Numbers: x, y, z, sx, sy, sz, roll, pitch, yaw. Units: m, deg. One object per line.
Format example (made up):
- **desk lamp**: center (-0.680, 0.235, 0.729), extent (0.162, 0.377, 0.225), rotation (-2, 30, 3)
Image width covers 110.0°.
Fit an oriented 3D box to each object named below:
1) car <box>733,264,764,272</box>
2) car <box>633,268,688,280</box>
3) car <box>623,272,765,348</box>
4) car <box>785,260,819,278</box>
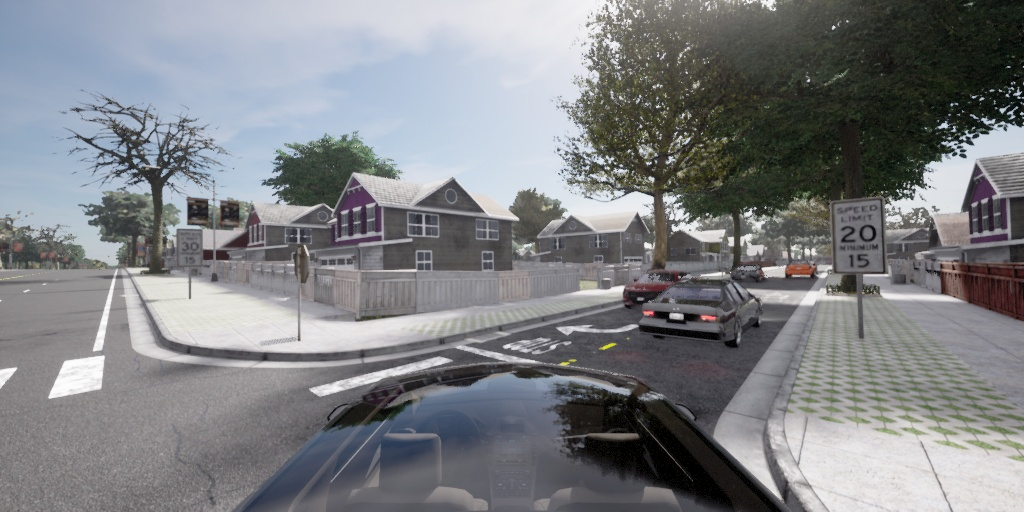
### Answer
- **car**: center (19.470, 1.362, 29.524), extent (1.812, 1.442, 4.674), rotation (-2, -1, 42)
- **car**: center (6.363, 1.309, 14.981), extent (1.882, 1.535, 5.008), rotation (-2, -1, 42)
- **car**: center (5.090, 1.300, 9.304), extent (2.033, 1.411, 5.357), rotation (-2, -1, 42)
- **car**: center (27.279, 1.128, 33.886), extent (2.097, 1.767, 4.553), rotation (-2, -2, 42)
